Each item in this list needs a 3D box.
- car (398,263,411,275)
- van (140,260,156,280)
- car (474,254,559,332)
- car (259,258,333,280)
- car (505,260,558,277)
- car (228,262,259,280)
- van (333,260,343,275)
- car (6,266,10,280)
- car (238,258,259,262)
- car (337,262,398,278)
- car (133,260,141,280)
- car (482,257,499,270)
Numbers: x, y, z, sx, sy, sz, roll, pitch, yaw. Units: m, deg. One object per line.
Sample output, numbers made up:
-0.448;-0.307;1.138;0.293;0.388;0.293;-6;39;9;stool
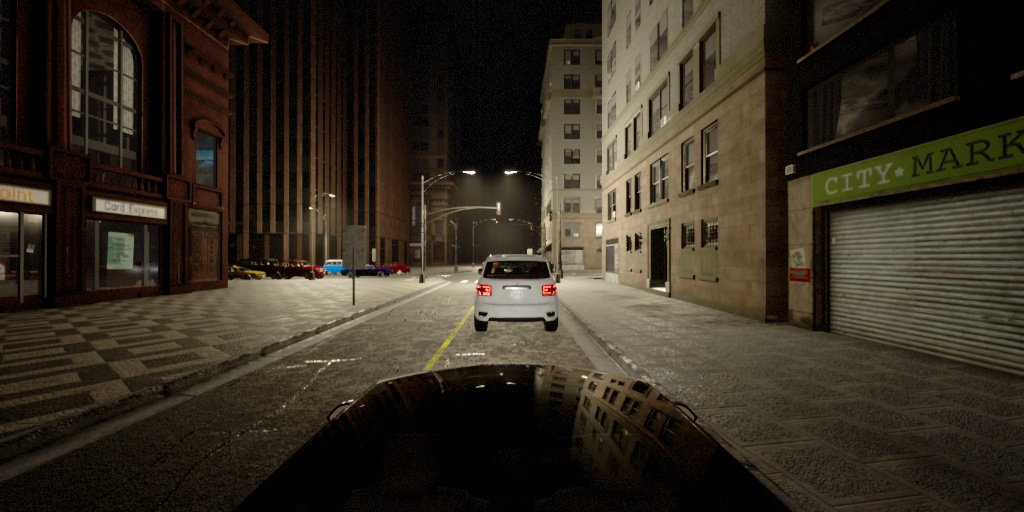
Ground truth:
-13.976;1.473;41.239;4.507;1.381;1.888;0;0;0;car
-30.870;1.432;32.774;3.998;1.789;1.690;0;0;0;van
0.100;0.973;11.046;2.150;2.045;5.566;0;0;0;car
-19.621;1.270;32.733;5.009;1.841;2.192;0;0;0;car
1.950;1.216;35.610;4.892;1.490;1.837;0;-1;-27;car
-25.076;1.549;32.753;4.829;1.417;1.751;0;0;0;car
-19.600;1.336;41.259;3.998;1.789;1.690;0;0;0;van
-47.742;1.846;32.834;4.403;1.370;2.007;0;0;0;car
-24.110;1.243;35.314;5.566;2.045;2.150;-1;0;-1;car
-14.145;1.503;35.285;4.718;1.301;1.895;-1;0;0;car
-34.466;1.369;35.370;5.566;2.045;2.150;-1;0;0;car
-3.111;1.092;51.765;2.097;1.767;4.553;0;0;1;car
